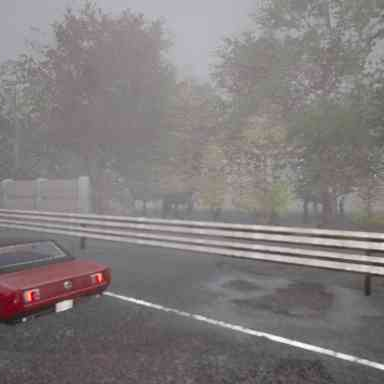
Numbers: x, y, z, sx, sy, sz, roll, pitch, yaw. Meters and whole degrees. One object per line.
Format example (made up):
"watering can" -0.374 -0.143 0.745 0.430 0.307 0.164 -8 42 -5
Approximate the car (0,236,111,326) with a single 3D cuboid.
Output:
"car" -3.914 1.576 6.721 4.718 1.301 1.895 0 0 35
